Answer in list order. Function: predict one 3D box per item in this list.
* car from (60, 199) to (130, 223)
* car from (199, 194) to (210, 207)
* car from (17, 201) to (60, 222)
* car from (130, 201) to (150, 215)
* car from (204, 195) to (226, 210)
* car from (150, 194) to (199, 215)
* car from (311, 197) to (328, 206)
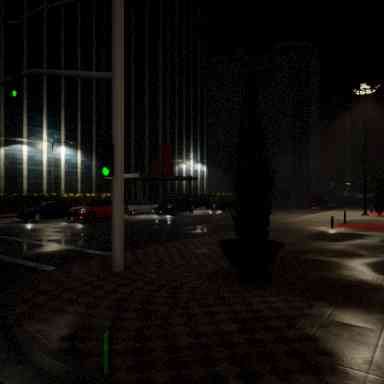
[{"bbox_3d":[-7.420,1.352,25.965,2.097,1.767,4.553,0,0,35],"label":"car"},{"bbox_3d":[0.539,1.221,43.485,2.150,2.045,5.566,0,0,35],"label":"car"},{"bbox_3d":[-11.255,1.478,26.586,1.882,1.535,5.008,0,0,35],"label":"car"},{"bbox_3d":[-5.593,1.601,34.712,1.895,1.301,4.718,0,0,35],"label":"car"},{"bbox_3d":[4.109,1.492,42.483,2.128,1.511,4.902,0,0,35],"label":"car"},{"bbox_3d":[-1.731,1.352,34.126,2.097,1.767,4.553,0,0,35],"label":"car"},{"bbox_3d":[20.488,1.505,53.430,1.837,1.490,4.892,0,0,35],"label":"car"}]
